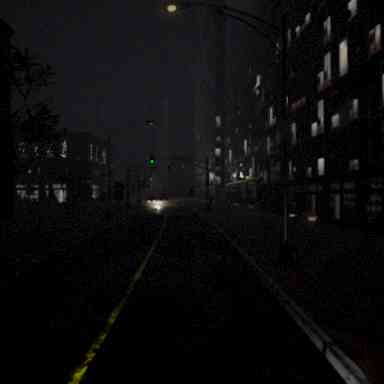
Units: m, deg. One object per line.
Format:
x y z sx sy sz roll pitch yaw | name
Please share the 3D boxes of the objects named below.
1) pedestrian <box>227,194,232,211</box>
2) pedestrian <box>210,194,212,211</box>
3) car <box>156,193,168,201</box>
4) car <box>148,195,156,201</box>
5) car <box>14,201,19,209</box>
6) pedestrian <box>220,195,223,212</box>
4.126 1.184 36.562 0.375 1.860 0.375 1 -1 -4 | pedestrian
2.088 1.166 37.017 0.375 1.860 0.375 1 -1 -4 | pedestrian
-7.352 1.190 84.611 2.150 2.045 5.566 0 0 -10 | car
-10.167 1.498 84.740 1.882 1.535 5.008 0 0 -9 | car
-26.078 1.649 45.512 4.403 1.369 2.008 0 -1 6 | car
3.172 1.172 35.892 0.375 1.860 0.375 1 -1 -4 | pedestrian
